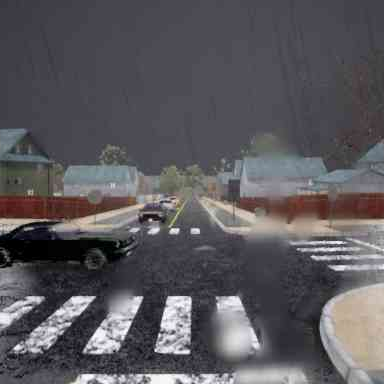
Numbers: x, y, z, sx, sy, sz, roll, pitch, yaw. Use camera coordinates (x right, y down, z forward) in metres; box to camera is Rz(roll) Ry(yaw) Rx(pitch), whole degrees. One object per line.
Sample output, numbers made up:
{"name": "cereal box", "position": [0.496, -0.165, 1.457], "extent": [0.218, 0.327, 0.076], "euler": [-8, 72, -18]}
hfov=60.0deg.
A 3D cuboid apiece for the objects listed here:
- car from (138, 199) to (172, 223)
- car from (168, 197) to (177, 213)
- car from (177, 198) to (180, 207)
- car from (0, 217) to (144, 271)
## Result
{"name": "car", "position": [-2.870, 1.533, 25.324], "extent": [2.033, 1.411, 5.357], "euler": [0, 0, -1]}
{"name": "car", "position": [-2.911, 1.516, 36.745], "extent": [1.812, 1.442, 4.674], "euler": [0, 0, 0]}
{"name": "car", "position": [-2.915, 1.485, 50.766], "extent": [1.882, 1.535, 5.008], "euler": [0, 0, 0]}
{"name": "car", "position": [-4.159, 1.594, 10.468], "extent": [4.718, 1.301, 1.895], "euler": [0, 0, 7]}
